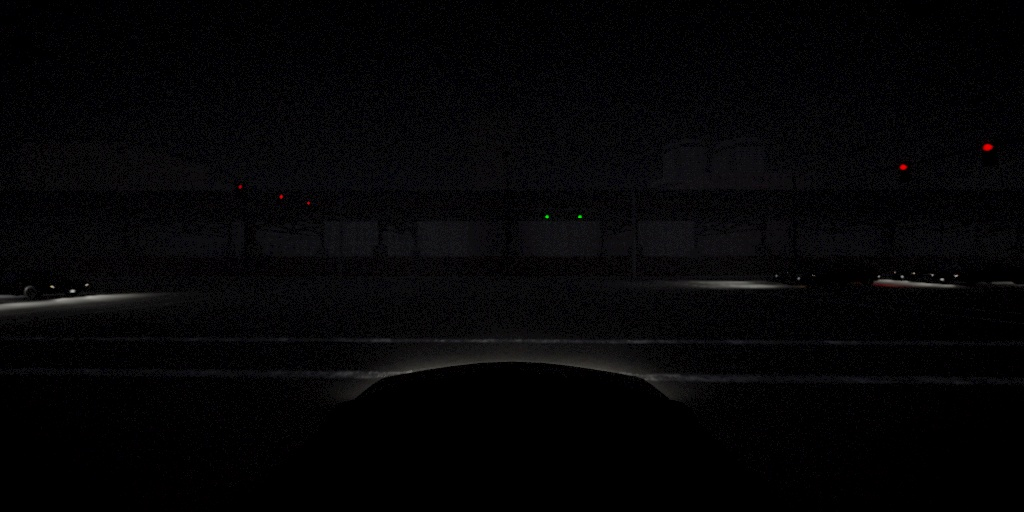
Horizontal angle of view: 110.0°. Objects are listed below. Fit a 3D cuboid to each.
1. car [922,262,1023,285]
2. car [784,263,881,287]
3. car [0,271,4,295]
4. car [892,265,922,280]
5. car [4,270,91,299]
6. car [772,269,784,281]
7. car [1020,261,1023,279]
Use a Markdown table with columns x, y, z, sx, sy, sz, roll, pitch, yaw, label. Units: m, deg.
| x | y | z | sx | sy | sz | roll | pitch | yaw | label |
| --- | --- | --- | --- | --- | --- | --- | --- | --- | --- |
| 31.771 | 1.180 | 24.217 | 5.357 | 1.411 | 2.033 | -1 | 0 | 1 | car |
| 22.064 | 1.248 | 24.469 | 4.902 | 1.511 | 2.128 | -1 | 0 | 1 | car |
| -25.104 | 1.363 | 15.039 | 4.892 | 1.490 | 1.837 | 0 | 0 | 2 | car |
| 32.862 | 1.191 | 27.688 | 5.357 | 1.411 | 2.033 | -1 | 0 | 1 | car |
| -25.276 | 1.430 | 18.543 | 5.357 | 1.411 | 2.033 | 0 | 0 | 2 | car |
| 23.122 | 1.264 | 27.949 | 4.902 | 1.511 | 2.128 | -1 | 0 | 2 | car |
| 43.083 | 1.015 | 27.411 | 5.357 | 1.411 | 2.033 | -1 | 0 | 1 | car |
